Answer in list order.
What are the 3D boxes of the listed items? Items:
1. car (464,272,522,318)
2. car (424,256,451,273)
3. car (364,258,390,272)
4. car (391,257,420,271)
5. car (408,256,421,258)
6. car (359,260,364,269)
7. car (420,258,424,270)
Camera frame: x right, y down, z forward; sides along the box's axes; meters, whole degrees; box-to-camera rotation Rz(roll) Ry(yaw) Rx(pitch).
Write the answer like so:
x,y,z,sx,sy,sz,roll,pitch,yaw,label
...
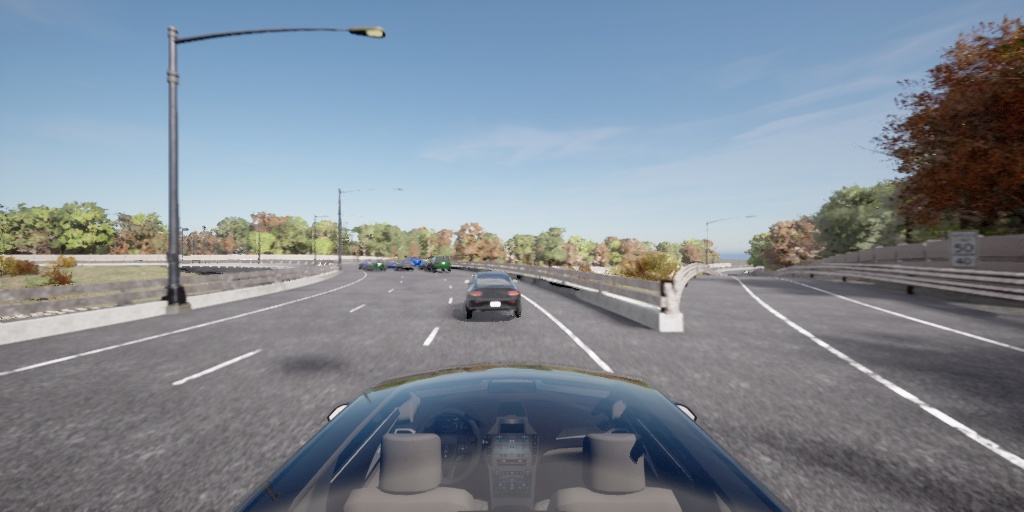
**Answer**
x,y,z,sx,sy,sz,roll,pitch,yaw,label
-0.742,1.290,13.049,1.812,1.442,4.674,0,0,-6,car
-9.430,1.027,46.217,2.150,2.045,5.566,0,0,-23,car
-18.676,1.209,49.549,2.097,1.767,4.553,0,0,-29,car
-14.840,1.327,49.753,2.128,1.511,4.902,0,0,-29,car
-16.905,1.067,60.746,2.150,2.045,5.566,0,0,-34,car
-22.846,1.232,57.050,2.097,1.767,4.553,0,0,-34,car
-11.842,1.367,51.567,2.033,1.411,5.357,0,0,-29,car
